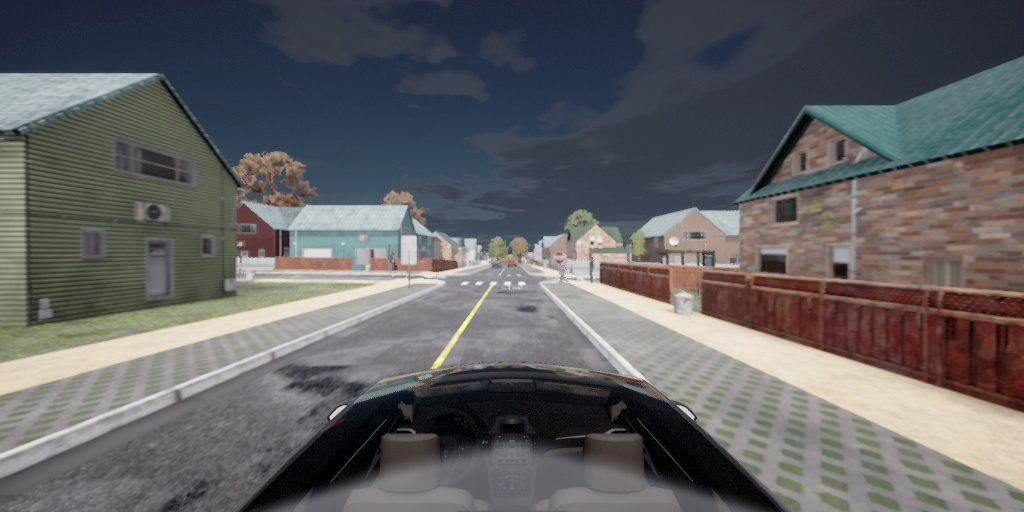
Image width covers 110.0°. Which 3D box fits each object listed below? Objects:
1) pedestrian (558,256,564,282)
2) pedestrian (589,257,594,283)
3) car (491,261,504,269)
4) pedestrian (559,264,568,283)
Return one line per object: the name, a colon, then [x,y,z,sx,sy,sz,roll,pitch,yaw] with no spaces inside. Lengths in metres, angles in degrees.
pedestrian: [3.511,0.927,25.590,0.375,1.860,0.375,-1,1,0]
pedestrian: [5.511,0.935,24.990,0.375,1.860,0.375,-1,1,0]
car: [-2.759,1.546,64.698,2.033,1.411,5.357,0,0,0]
pedestrian: [3.524,1.194,24.393,0.375,1.300,0.375,-1,1,0]
